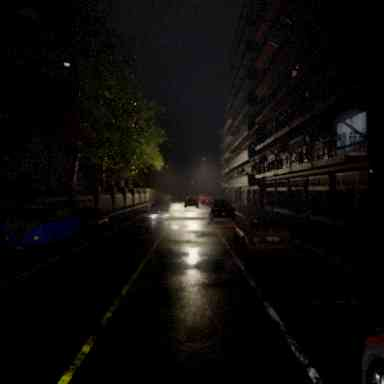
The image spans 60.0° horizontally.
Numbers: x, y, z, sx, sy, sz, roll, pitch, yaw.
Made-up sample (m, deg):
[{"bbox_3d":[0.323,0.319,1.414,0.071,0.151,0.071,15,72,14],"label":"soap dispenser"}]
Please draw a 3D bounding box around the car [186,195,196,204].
[{"bbox_3d":[-0.138,1.404,63.032,1.882,1.535,5.008,0,0,0],"label":"car"}]

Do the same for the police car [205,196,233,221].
[{"bbox_3d":[2.306,1.383,26.836,1.930,1.638,5.238,0,0,0],"label":"police car"}]

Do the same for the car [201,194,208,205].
[{"bbox_3d":[2.562,1.474,58.118,1.887,1.381,4.507,0,0,0],"label":"car"}]

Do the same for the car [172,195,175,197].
[{"bbox_3d":[-5.868,1.471,80.620,2.008,1.369,4.403,0,0,0],"label":"car"}]

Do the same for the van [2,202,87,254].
[{"bbox_3d":[-5.720,1.318,13.056,1.690,1.788,3.998,0,0,0],"label":"van"}]

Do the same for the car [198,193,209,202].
[{"bbox_3d":[2.523,1.238,75.008,2.192,1.841,5.009,0,0,0],"label":"car"}]

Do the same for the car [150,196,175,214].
[{"bbox_3d":[-3.176,1.495,34.786,2.033,1.411,5.357,0,0,0],"label":"car"}]

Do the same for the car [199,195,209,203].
[{"bbox_3d":[2.537,1.365,69.378,1.967,1.590,4.097,0,0,0],"label":"car"}]

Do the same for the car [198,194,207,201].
[{"bbox_3d":[2.512,1.361,80.639,1.967,1.590,4.097,0,0,0],"label":"car"}]

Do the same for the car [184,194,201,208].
[{"bbox_3d":[-0.082,1.413,47.346,1.882,1.535,5.008,0,0,0],"label":"car"}]

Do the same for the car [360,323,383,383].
[{"bbox_3d":[2.685,1.437,1.814,1.967,1.590,4.097,0,0,0],"label":"car"}]

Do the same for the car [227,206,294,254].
[{"bbox_3d":[2.660,1.503,13.245,1.752,1.417,4.829,0,0,0],"label":"car"}]

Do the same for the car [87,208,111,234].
[{"bbox_3d":[-5.733,1.550,18.687,1.802,1.307,4.206,0,0,0],"label":"car"}]
